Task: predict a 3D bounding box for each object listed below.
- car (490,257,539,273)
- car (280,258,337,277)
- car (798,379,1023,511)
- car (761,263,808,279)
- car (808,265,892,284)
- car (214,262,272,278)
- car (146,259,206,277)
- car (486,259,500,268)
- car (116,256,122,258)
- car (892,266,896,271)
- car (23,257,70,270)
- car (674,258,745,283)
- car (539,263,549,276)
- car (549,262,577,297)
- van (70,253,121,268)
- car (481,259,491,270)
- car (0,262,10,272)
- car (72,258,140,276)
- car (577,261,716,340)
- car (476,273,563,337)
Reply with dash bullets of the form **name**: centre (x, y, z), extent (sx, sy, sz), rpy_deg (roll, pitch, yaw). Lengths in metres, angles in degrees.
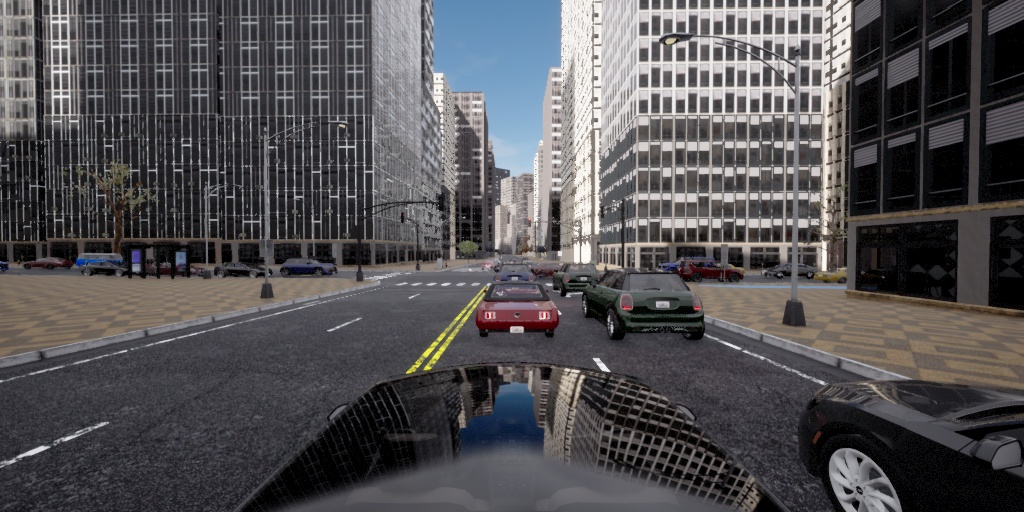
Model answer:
- **car**: centre (0.132, 1.092, 19.180), extent (2.097, 1.767, 4.553), rpy_deg (0, 0, 0)
- **car**: centre (-18.537, 0.955, 32.886), extent (4.553, 1.767, 2.097), rpy_deg (0, 1, 2)
- **car**: centre (3.342, 1.255, 1.036), extent (1.837, 1.490, 4.892), rpy_deg (0, 0, 0)
- **car**: centre (27.224, 1.448, 35.245), extent (4.902, 1.511, 2.128), rpy_deg (1, 1, 1)
- **car**: centre (27.693, 1.579, 29.462), extent (4.829, 1.417, 1.751), rpy_deg (0, 0, 1)
- **car**: centre (-22.679, 1.174, 30.283), extent (4.313, 1.339, 1.948), rpy_deg (0, 0, 1)
- **car**: centre (-28.363, 1.138, 30.428), extent (4.207, 1.307, 1.802), rpy_deg (0, 0, 1)
- **car**: centre (-3.214, 1.251, 60.343), extent (2.033, 1.411, 5.357), rpy_deg (0, 0, 0)
- **car**: centre (-33.238, 0.993, 33.229), extent (4.674, 1.442, 1.812), rpy_deg (0, 1, 1)
- **car**: centre (33.163, 1.684, 29.358), extent (4.207, 1.307, 1.802), rpy_deg (0, 0, 1)
- **car**: centre (-50.899, 0.794, 39.420), extent (4.207, 1.307, 1.802), rpy_deg (0, 0, 1)
- **car**: centre (16.245, 1.269, 29.681), extent (5.009, 1.841, 2.192), rpy_deg (0, 0, 1)
- **car**: centre (3.963, 1.330, 32.483), extent (4.674, 1.442, 1.812), rpy_deg (1, 1, 1)
- **car**: centre (3.380, 1.092, 19.028), extent (2.097, 1.767, 4.553), rpy_deg (0, 0, 0)
- **van**: centre (-45.217, 0.605, 39.294), extent (3.998, 1.789, 1.690), rpy_deg (0, 0, 1)
- **car**: centre (-3.238, 1.240, 50.655), extent (1.812, 1.442, 4.674), rpy_deg (0, 0, 0)
- **car**: centre (-50.441, 0.787, 33.673), extent (5.008, 1.535, 1.882), rpy_deg (0, 1, 2)
- **car**: centre (-34.043, 1.070, 30.612), extent (4.313, 1.339, 1.948), rpy_deg (0, 0, 1)
- **car**: centre (3.357, 1.098, 10.091), extent (2.097, 1.767, 4.553), rpy_deg (0, 0, 0)
- **car**: centre (0.113, 1.347, 10.187), extent (1.895, 1.301, 4.718), rpy_deg (0, 0, 0)
